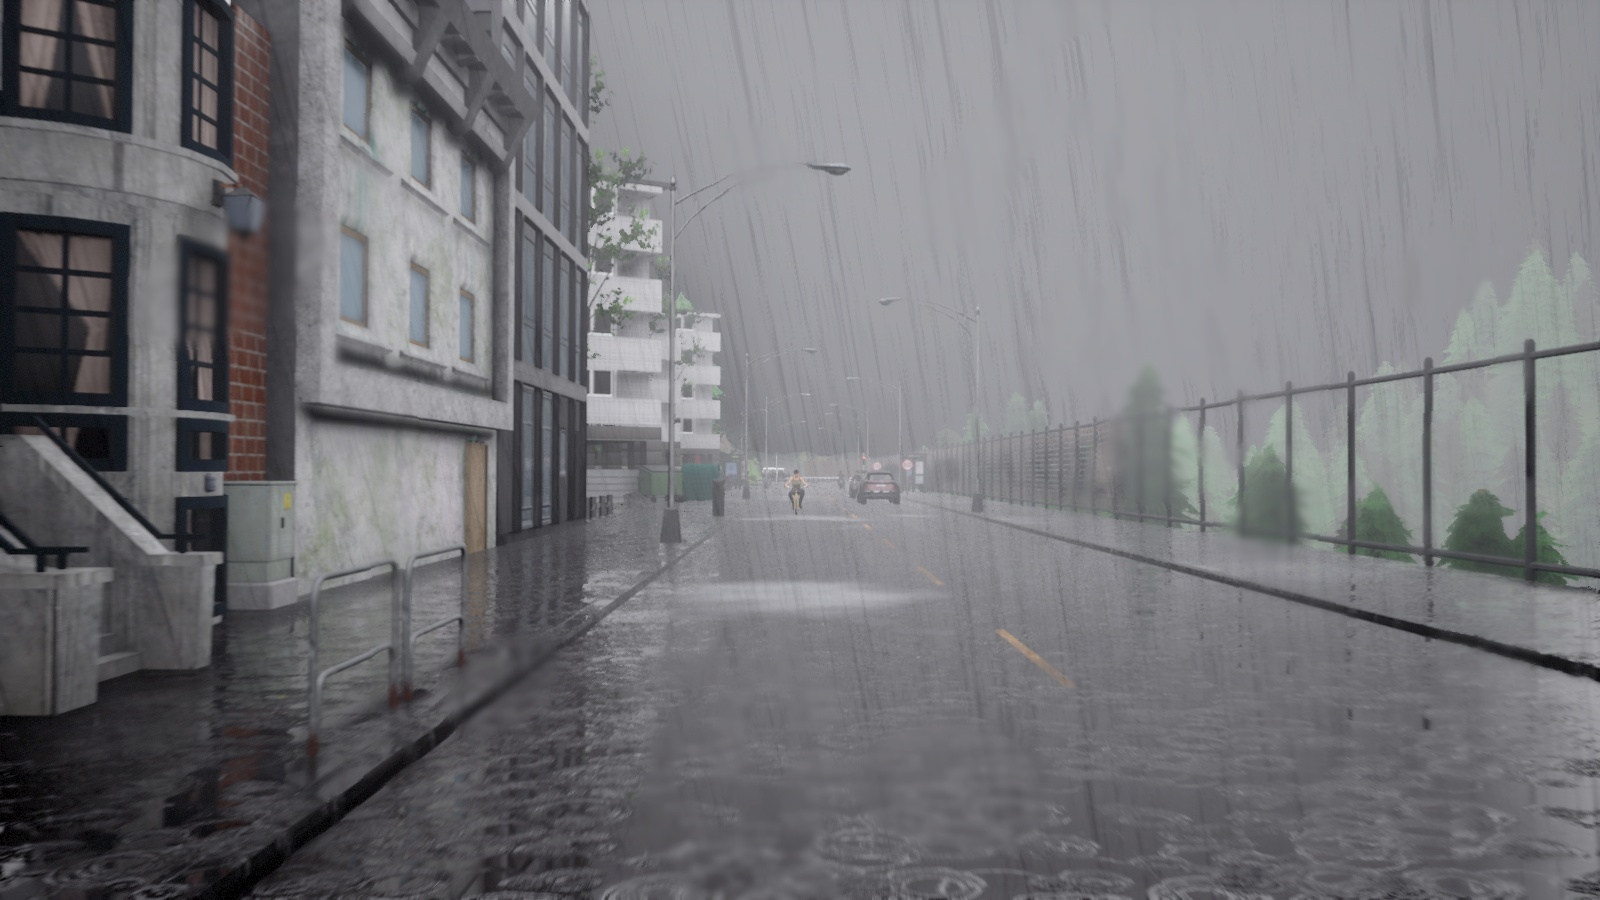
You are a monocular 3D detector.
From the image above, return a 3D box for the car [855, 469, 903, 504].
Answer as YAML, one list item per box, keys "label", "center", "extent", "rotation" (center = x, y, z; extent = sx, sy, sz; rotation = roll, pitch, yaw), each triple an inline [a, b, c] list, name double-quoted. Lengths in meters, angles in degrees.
- label: "car"
  center: [3.839, 1.767, 61.978]
  extent: [2.033, 1.649, 4.856]
  rotation: [0, -1, 0]

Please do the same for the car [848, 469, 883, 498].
- label: "car"
  center: [3.809, 1.929, 73.570]
  extent: [1.851, 1.617, 3.988]
  rotation: [0, -1, 0]
